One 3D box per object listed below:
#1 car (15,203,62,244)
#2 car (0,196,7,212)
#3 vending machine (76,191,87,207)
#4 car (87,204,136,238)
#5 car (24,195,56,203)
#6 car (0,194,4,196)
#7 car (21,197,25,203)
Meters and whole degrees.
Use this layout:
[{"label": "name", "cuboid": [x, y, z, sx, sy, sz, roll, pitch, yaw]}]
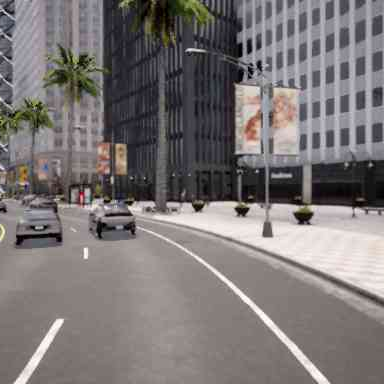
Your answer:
[{"label": "car", "cuboid": [-7.114, 1.453, 15.521, 2.033, 1.411, 5.357, 0, 1, -24]}, {"label": "car", "cuboid": [-20.444, 1.384, 34.280, 1.994, 1.385, 4.181, -1, 1, -39]}, {"label": "vending machine", "cuboid": [-14.732, 0.897, 44.389, 1.100, 2.100, 0.880, -1, 1, -39]}, {"label": "car", "cuboid": [-4.239, 1.367, 17.215, 2.128, 1.511, 4.902, 0, 1, -24]}, {"label": "car", "cuboid": [-14.590, 1.307, 32.566, 1.837, 1.490, 4.892, -1, 1, -38]}, {"label": "car", "cuboid": [-41.884, 0.981, 70.953, 2.185, 1.767, 4.553, -1, 1, -39]}, {"label": "car", "cuboid": [-23.347, 1.199, 48.167, 2.231, 1.521, 4.892, -1, 1, -39]}]
